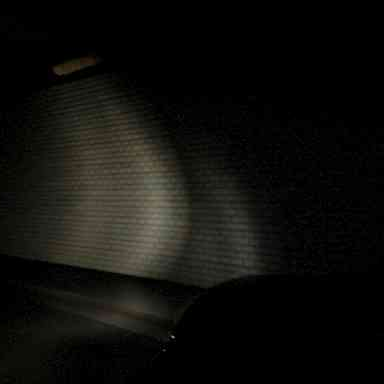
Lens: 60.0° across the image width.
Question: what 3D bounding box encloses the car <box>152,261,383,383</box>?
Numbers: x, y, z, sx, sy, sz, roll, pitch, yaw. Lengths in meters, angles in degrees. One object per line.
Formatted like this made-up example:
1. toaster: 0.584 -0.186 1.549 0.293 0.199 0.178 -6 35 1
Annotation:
1. car: 2.280 1.223 2.039 5.566 2.045 2.150 -1 0 37
